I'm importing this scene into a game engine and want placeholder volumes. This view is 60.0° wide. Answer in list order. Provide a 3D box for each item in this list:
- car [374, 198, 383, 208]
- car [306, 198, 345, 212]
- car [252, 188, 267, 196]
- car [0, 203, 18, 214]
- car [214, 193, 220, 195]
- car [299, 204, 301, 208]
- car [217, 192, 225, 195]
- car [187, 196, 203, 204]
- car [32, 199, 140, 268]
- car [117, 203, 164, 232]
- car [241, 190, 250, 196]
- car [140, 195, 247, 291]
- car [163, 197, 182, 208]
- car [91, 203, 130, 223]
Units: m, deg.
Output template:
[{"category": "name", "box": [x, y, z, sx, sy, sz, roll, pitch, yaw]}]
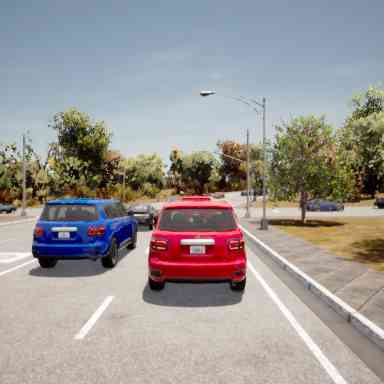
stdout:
[{"category": "car", "box": [26.241, 1.058, 42.249, 5.566, 2.045, 2.150, -2, 0, 3]}, {"category": "car", "box": [15.745, 1.613, 39.374, 4.181, 1.385, 1.994, -1, 0, 4]}, {"category": "car", "box": [17.588, -0.083, 85.035, 2.150, 2.045, 5.566, 0, 3, 33]}, {"category": "car", "box": [-22.982, 1.813, 38.022, 5.357, 1.411, 2.033, -2, 0, 3]}, {"category": "car", "box": [0.286, 1.259, 19.562, 2.150, 2.045, 5.566, 0, 0, 1]}, {"category": "car", "box": [16.275, 1.560, 42.850, 4.892, 1.490, 1.837, -1, 0, 3]}, {"category": "car", "box": [6.424, 0.848, 79.351, 1.812, 1.442, 4.674, 0, 3, 26]}, {"category": "car", "box": [0.656, 1.515, 65.763, 1.994, 1.385, 4.181, 0, 2, 19]}, {"category": "car", "box": [-3.350, 1.235, 11.475, 2.150, 2.045, 5.566, 0, 0, 1]}, {"category": "car", "box": [-3.163, 1.535, 21.327, 2.128, 1.511, 4.902, 0, 0, 1]}, {"category": "car", "box": [14.273, 0.258, 86.320, 2.128, 1.511, 4.902, 0, 3, 33]}, {"category": "car", "box": [0.131, 1.230, 9.195, 2.150, 2.045, 5.566, 0, 0, 0]}, {"category": "car", "box": [-2.983, 1.616, 52.409, 1.882, 1.535, 5.008, 0, 0, 10]}, {"category": "car", "box": [-6.553, 1.626, 27.227, 1.994, 1.385, 4.181, 0, 0, 3]}]
